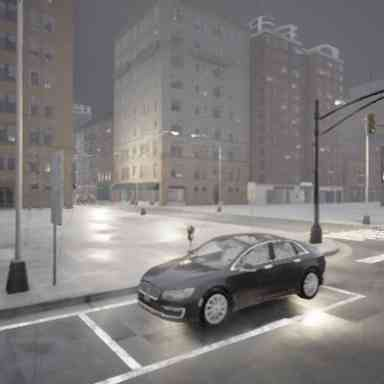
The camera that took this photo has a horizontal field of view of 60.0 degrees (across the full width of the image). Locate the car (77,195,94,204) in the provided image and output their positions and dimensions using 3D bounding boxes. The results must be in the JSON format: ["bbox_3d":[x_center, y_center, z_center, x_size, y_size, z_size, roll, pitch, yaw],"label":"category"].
[{"bbox_3d":[-19.424,1.349,60.645,1.812,1.442,4.674,0,0,-36],"label":"car"}]

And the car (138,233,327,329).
[{"bbox_3d":[1.018,1.576,6.915,4.403,1.369,2.008,0,0,-36],"label":"car"}]
